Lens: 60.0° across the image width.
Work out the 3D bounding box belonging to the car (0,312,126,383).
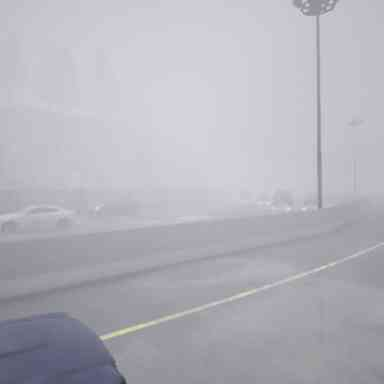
[{"bbox_3d":[-2.756,1.626,1.979,4.718,1.301,1.895,-1,1,-35],"label":"car"}]

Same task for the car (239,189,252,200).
[{"bbox_3d":[10.360,0.536,63.935,2.150,2.045,5.566,-1,1,13],"label":"car"}]

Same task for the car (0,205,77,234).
[{"bbox_3d":[-9.102,1.495,19.368,4.674,1.442,1.812,-1,1,-41],"label":"car"}]

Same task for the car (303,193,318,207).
[{"bbox_3d":[14.632,0.957,40.377,1.837,1.490,4.892,0,0,22],"label":"car"}]

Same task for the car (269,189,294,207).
[{"bbox_3d":[11.508,0.704,41.842,2.150,2.045,5.566,-1,1,22],"label":"car"}]

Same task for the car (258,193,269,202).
[{"bbox_3d":[12.278,0.913,56.446,1.994,1.385,4.181,-1,0,13],"label":"car"}]

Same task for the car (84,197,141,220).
[{"bbox_3d":[-6.361,1.219,26.826,2.097,1.767,4.553,0,1,42],"label":"car"}]
